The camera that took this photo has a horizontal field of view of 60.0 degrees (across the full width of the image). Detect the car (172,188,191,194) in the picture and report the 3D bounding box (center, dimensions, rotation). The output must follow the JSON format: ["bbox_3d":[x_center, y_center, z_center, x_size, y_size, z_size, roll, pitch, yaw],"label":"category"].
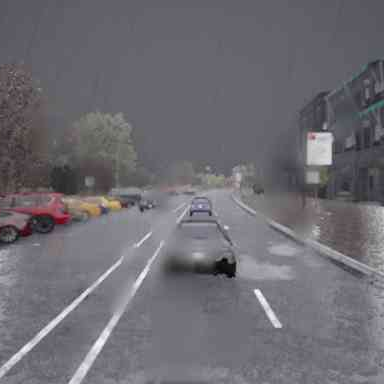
[{"bbox_3d":[-3.071,-0.339,94.225,5.008,1.535,2.097,-1,1,-13],"label":"car"}]

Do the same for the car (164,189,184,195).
[{"bbox_3d":[-4.533,-0.057,82.476,4.674,1.452,2.002,-1,1,-14],"label":"car"}]

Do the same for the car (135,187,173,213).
[{"bbox_3d":[-3.448,0.784,31.172,2.150,2.045,5.566,0,1,3],"label":"car"}]

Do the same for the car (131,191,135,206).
[{"bbox_3d":[-8.509,0.958,35.131,5.008,1.535,2.097,-1,1,-17],"label":"car"}]

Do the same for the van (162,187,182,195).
[{"bbox_3d":[-4.762,-0.266,79.552,4.442,1.987,1.878,-1,1,-14],"label":"van"}]

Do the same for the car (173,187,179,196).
[{"bbox_3d":[-6.132,-0.043,67.693,5.566,2.045,2.435,-1,1,-15],"label":"car"}]

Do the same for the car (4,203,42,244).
[{"bbox_3d":[-9.314,1.444,14.326,4.792,1.488,2.163,-1,1,-19],"label":"car"}]

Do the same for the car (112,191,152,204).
[{"bbox_3d":[-7.996,0.743,44.026,5.008,1.535,2.097,-1,1,-17],"label":"car"}]

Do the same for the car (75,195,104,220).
[{"bbox_3d":[-9.016,1.247,23.255,5.008,1.535,2.097,-1,2,-18],"label":"car"}]

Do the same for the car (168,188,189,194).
[{"bbox_3d":[-3.643,-0.275,91.240,5.366,1.575,1.946,-1,1,-13],"label":"car"}]

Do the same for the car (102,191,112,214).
[{"bbox_3d":[-8.939,1.051,26.217,4.553,1.767,2.185,-1,1,-18],"label":"car"}]

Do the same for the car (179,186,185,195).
[{"bbox_3d":[-5.017,0.016,76.619,5.366,1.575,1.946,-1,1,-14],"label":"car"}]

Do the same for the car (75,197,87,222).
[{"bbox_3d":[-9.130,1.314,20.288,4.892,1.521,2.231,-1,1,-18],"label":"car"}]

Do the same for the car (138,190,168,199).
[{"bbox_3d":[-6.907,0.403,58.838,4.892,1.521,2.231,-1,1,-15],"label":"car"}]

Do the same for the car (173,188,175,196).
[{"bbox_3d":[-6.381,0.312,64.755,4.674,1.452,2.002,-1,1,-15],"label":"car"}]

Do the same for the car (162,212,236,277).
[{"bbox_3d":[0.214,1.534,10.208,1.994,1.385,4.181,0,1,1],"label":"car"}]

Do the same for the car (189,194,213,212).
[{"bbox_3d":[0.792,1.166,28.810,2.033,1.411,5.357,0,1,3],"label":"car"}]

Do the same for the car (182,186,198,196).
[{"bbox_3d":[-0.350,0.094,71.843,1.882,1.535,5.008,0,1,6],"label":"car"}]

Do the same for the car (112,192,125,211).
[{"bbox_3d":[-8.961,1.104,29.134,5.366,1.575,1.946,-1,2,-18],"label":"car"}]

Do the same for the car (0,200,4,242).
[{"bbox_3d":[-9.325,1.322,11.374,4.553,1.767,2.185,-1,1,-19],"label":"car"}]

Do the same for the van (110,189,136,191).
[{"bbox_3d":[-8.286,0.591,41.012,4.442,1.987,1.878,-1,2,-17],"label":"van"}]

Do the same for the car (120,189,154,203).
[{"bbox_3d":[-7.763,0.547,46.986,4.553,1.767,2.185,-1,2,-16],"label":"car"}]

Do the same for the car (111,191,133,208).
[{"bbox_3d":[-8.641,1.031,32.156,5.008,1.535,2.097,-1,2,-17],"label":"car"}]

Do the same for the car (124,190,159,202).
[{"bbox_3d":[-7.582,0.604,49.947,5.008,1.535,2.097,-1,2,-16],"label":"car"}]

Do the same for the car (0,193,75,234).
[{"bbox_3d":[-9.240,1.118,17.295,5.566,2.045,2.435,-1,1,-19],"label":"car"}]

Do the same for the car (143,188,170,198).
[{"bbox_3d":[-6.614,0.210,61.794,4.553,1.767,2.185,-1,1,-15],"label":"car"}]

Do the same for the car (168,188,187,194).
[{"bbox_3d":[-3.824,-0.174,88.334,4.674,1.452,2.002,-1,1,-13],"label":"car"}]
